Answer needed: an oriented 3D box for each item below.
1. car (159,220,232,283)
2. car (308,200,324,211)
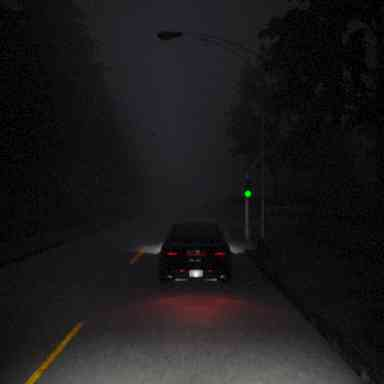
[{"bbox_3d":[0.093,1.610,10.001,1.837,1.490,4.892,0,0,0],"label":"car"},{"bbox_3d":[15.760,1.749,43.888,1.994,1.381,4.181,0,-1,0],"label":"car"}]
